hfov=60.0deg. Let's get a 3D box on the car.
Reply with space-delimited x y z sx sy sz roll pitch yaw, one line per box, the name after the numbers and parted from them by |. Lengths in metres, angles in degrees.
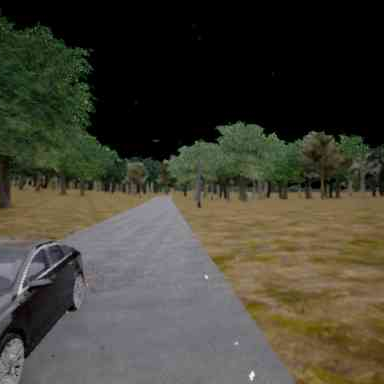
-3.002 1.544 5.068 2.128 1.511 4.902 0 -1 -5 | car
